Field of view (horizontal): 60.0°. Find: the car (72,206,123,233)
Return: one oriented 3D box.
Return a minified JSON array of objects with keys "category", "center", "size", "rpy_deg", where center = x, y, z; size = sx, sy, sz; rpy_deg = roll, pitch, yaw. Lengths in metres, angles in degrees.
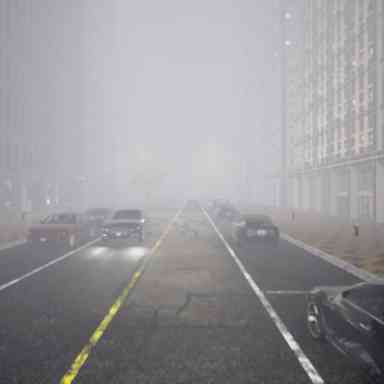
[{"category":"car","center":[-5.689,1.612,20.644],"size":[1.947,1.339,4.313],"rpy_deg":[0,0,0]}]

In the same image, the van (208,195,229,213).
[{"category":"van","center":[2.691,1.409,32.023],"size":[1.690,1.788,3.998],"rpy_deg":[0,0,0]}]

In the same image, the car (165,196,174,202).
[{"category":"car","center":[-5.694,1.694,83.263],"size":[1.947,1.339,4.313],"rpy_deg":[0,0,0]}]

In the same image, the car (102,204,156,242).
[{"category":"car","center":[-3.102,1.542,16.507],"size":[1.837,1.490,4.892],"rpy_deg":[0,0,0]}]

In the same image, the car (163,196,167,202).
[{"category":"car","center":[-5.692,1.651,54.801],"size":[2.008,1.369,4.403],"rpy_deg":[0,0,0]}]

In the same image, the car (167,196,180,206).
[{"category":"car","center":[-3.059,1.608,57.696],"size":[1.837,1.490,4.892],"rpy_deg":[0,0,0]}]

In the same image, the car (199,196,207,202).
[{"category":"car","center":[2.687,1.654,83.420],"size":[1.752,1.417,4.829],"rpy_deg":[0,0,0]}]

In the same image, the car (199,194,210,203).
[{"category":"car","center":[2.689,1.435,71.867],"size":[2.192,1.841,5.009],"rpy_deg":[0,0,0]}]

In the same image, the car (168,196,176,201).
[{"category":"car","center":[-5.694,1.717,94.646],"size":[1.802,1.307,4.206],"rpy_deg":[0,0,0]}]

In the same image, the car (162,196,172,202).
[{"category":"car","center":[-5.693,1.675,77.570],"size":[2.008,1.369,4.403],"rpy_deg":[0,0,0]}]

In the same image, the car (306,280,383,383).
[{"category":"car","center":[2.692,1.575,3.560],"size":[1.947,1.339,4.313],"rpy_deg":[0,0,0]}]

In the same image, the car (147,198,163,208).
[{"category":"car","center":[-5.691,1.618,48.938],"size":[1.752,1.417,4.829],"rpy_deg":[0,0,0]}]

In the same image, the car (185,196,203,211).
[{"category":"car","center":[0.096,1.560,41.536],"size":[1.882,1.535,5.008],"rpy_deg":[0,0,0]}]

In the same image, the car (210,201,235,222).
[{"category":"car","center":[2.691,1.623,26.328],"size":[1.947,1.339,4.313],"rpy_deg":[0,0,0]}]

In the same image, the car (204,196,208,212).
[{"category":"car","center":[2.691,1.517,37.714],"size":[1.967,1.590,4.097],"rpy_deg":[0,0,0]}]

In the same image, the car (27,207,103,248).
[{"category":"car","center":[-5.689,1.579,14.952],"size":[1.887,1.381,4.507],"rpy_deg":[0,0,0]}]

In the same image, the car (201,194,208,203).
[{"category":"car","center":[2.690,1.422,60.482],"size":[2.192,1.841,5.009],"rpy_deg":[0,0,0]}]

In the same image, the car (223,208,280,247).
[{"category":"car","center":[2.692,1.600,14.944],"size":[1.947,1.339,4.313],"rpy_deg":[0,0,0]}]
